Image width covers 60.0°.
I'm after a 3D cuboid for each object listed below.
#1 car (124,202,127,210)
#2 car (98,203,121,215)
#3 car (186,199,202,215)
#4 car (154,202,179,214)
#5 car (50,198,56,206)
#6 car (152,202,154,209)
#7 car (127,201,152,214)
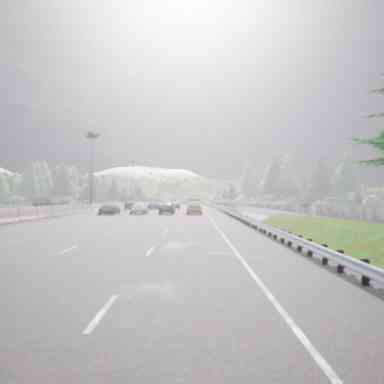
[{"bbox_3d":[-10.166,2.239,56.181,1.882,1.535,5.008,0,-1,0],"label":"car"},{"bbox_3d":[-10.235,2.115,41.543,1.994,1.385,4.181,0,-1,0],"label":"car"},{"bbox_3d":[0.269,2.044,42.720,1.882,1.535,5.008,0,-1,0],"label":"car"},{"bbox_3d":[-3.228,2.067,43.297,2.128,1.511,4.902,0,-1,0],"label":"car"},{"bbox_3d":[-27.703,2.541,69.495,1.837,1.490,4.892,0,-1,0],"label":"car"},{"bbox_3d":[-6.658,2.354,57.852,1.994,1.385,4.181,0,-1,0],"label":"car"},{"bbox_3d":[-6.744,2.095,42.929,1.812,1.442,4.674,0,-1,0],"label":"car"}]
